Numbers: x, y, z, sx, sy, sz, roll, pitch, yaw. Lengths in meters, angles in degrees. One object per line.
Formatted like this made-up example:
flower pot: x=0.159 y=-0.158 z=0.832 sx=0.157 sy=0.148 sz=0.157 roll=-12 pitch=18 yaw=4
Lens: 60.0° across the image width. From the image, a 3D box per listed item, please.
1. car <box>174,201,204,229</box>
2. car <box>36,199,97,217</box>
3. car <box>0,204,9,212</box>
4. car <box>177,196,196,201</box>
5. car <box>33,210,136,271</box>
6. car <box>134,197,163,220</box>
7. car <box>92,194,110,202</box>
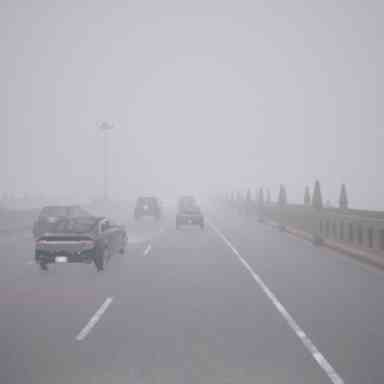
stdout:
car: x=-0.182 y=1.651 z=22.995 sx=2.128 sy=1.511 sz=4.902 roll=0 pitch=0 yaw=-1
car: x=-7.082 y=1.482 z=18.826 sx=2.097 sy=1.767 sz=4.553 roll=0 pitch=0 yaw=-1
car: x=-18.034 y=1.693 z=29.150 sx=2.128 sy=1.511 sz=4.902 roll=0 pitch=0 yaw=-1
car: x=-0.664 y=1.498 z=40.452 sx=2.150 sy=2.045 sz=5.566 roll=0 pitch=0 yaw=-1
car: x=-3.447 y=1.569 z=11.140 sx=2.128 sy=1.511 sz=4.902 roll=0 pitch=0 yaw=-1
car: x=-3.870 y=1.428 z=30.113 sx=2.150 sy=2.045 sz=5.566 roll=0 pitch=0 yaw=-2
car: x=-15.199 y=1.260 z=55.517 sx=2.150 sy=2.045 sz=5.566 roll=0 pitch=0 yaw=-2
